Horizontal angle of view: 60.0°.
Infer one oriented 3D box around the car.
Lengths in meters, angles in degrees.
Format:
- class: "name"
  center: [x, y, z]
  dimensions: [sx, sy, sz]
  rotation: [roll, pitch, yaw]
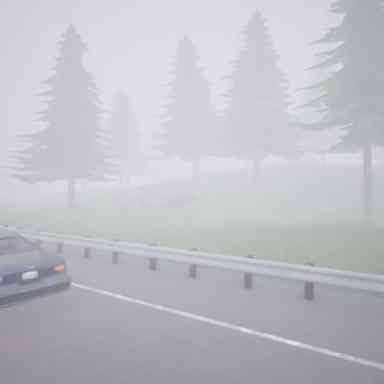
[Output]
- class: "car"
  center: [-4.924, 1.542, 7.484]
  dimensions: [5.357, 1.411, 2.033]
  rotation: [0, 0, 37]
